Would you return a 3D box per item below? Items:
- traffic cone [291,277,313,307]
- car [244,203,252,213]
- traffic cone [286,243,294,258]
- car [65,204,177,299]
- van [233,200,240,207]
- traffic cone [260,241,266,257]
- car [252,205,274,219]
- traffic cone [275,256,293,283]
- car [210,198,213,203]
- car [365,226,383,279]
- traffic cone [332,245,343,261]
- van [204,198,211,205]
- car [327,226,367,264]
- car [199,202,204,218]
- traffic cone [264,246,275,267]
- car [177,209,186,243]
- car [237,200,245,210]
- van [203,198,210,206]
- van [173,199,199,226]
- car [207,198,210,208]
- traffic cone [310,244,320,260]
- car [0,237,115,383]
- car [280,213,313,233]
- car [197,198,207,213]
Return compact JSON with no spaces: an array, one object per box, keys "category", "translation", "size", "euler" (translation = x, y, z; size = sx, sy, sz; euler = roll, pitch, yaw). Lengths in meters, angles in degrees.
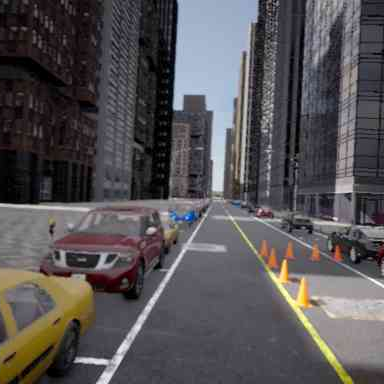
[{"category":"traffic cone","translation":[2.445,2.168,7.314],"size":[0.340,0.580,0.340],"euler":[3,-1,4]},{"category":"car","translation":[9.893,2.728,53.101],"size":[1.947,1.339,4.313],"euler":[3,-1,4]},{"category":"traffic cone","translation":[3.883,2.313,13.222],"size":[0.340,0.580,0.340],"euler":[3,-1,4]},{"category":"car","translation":[-1.916,1.322,8.737],"size":[2.192,1.841,5.009],"euler":[3,-1,4]},{"category":"van","translation":[12.400,3.058,86.851],"size":[1.690,1.788,3.998],"euler":[3,-1,4]},{"category":"traffic cone","translation":[2.887,2.263,13.297],"size":[0.340,0.580,0.340],"euler":[3,-1,4]},{"category":"car","translation":[9.066,2.417,41.853],"size":[1.967,1.590,4.097],"euler":[3,-1,4]},{"category":"traffic cone","translation":[2.592,2.200,9.308],"size":[0.340,0.580,0.340],"euler":[3,-1,4]},{"category":"car","translation":[3.067,2.659,76.230],"size":[2.008,1.369,4.403],"euler":[3,-1,4]},{"category":"car","translation":[6.576,1.746,8.109],"size":[2.192,1.841,5.009],"euler":[3,-1,4]},{"category":"traffic cone","translation":[5.729,2.397,13.087],"size":[0.340,0.580,0.340],"euler":[0,-1,5]},{"category":"van","translation":[4.325,2.727,93.106],"size":[1.690,1.788,3.998],"euler":[3,-1,4]},{"category":"car","translation":[6.981,2.071,13.731],"size":[2.008,1.369,4.403],"euler":[3,-1,4]},{"category":"car","translation":[-0.262,1.919,31.233],"size":[2.008,1.369,4.403],"euler":[3,-1,4]},{"category":"traffic cone","translation":[2.740,2.231,11.303],"size":[0.340,0.580,0.340],"euler":[3,-1,4]},{"category":"car","translation":[-1.522,1.619,14.190],"size":[1.752,1.417,4.829],"euler":[3,-1,4]},{"category":"car","translation":[11.142,2.984,69.975],"size":[1.887,1.381,4.507],"euler":[3,-1,4]},{"category":"van","translation":[3.909,2.634,87.482],"size":[1.690,1.788,3.998],"euler":[3,-1,4]},{"category":"van","translation":[-0.668,1.618,25.611],"size":[1.690,1.788,3.998],"euler":[3,-1,4]},{"category":"car","translation":[0.997,1.961,48.110],"size":[2.192,1.841,5.009],"euler":[3,-1,4]},{"category":"traffic cone","translation":[4.880,2.362,13.148],"size":[0.340,0.580,0.340],"euler":[3,-1,4]},{"category":"car","translation":[-2.354,1.441,2.940],"size":[1.752,1.417,4.829],"euler":[3,-1,4]},{"category":"car","translation":[7.813,2.252,24.979],"size":[2.008,1.369,4.403],"euler":[3,-1,4]},{"category":"car","translation":[0.165,1.775,36.860],"size":[2.192,1.841,5.009],"euler":[3,-1,4]}]
